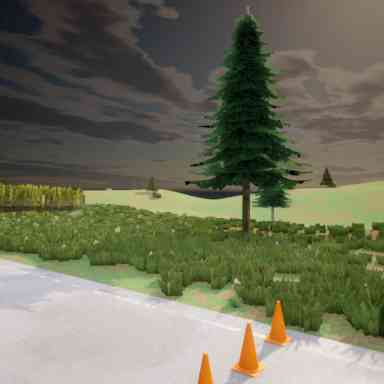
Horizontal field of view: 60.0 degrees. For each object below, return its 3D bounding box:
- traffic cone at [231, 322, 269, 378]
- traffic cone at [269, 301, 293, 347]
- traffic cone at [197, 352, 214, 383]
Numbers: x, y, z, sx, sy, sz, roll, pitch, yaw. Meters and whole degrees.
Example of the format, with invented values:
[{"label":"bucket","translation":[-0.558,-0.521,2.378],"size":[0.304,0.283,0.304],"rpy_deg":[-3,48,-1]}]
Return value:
[{"label":"traffic cone","translation":[0.725,1.955,4.246],"size":[0.340,0.580,0.340],"rpy_deg":[0,0,36]},{"label":"traffic cone","translation":[1.310,1.955,5.057],"size":[0.340,0.580,0.340],"rpy_deg":[0,0,36]},{"label":"traffic cone","translation":[0.140,1.955,3.434],"size":[0.340,0.580,0.340],"rpy_deg":[0,0,36]}]
